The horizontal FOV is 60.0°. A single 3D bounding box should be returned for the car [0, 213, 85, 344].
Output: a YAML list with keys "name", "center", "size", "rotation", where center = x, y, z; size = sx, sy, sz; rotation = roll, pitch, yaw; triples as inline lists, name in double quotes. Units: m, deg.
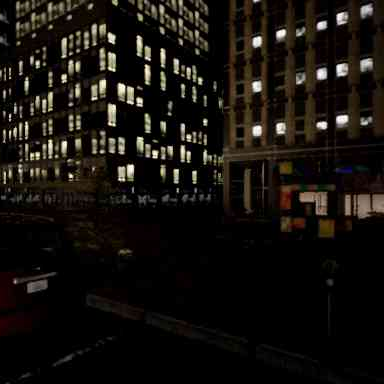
- name: "car"
  center: [-3.933, 1.285, 5.687]
  size: [5.009, 1.841, 2.192]
  rotation: [0, 0, 36]
